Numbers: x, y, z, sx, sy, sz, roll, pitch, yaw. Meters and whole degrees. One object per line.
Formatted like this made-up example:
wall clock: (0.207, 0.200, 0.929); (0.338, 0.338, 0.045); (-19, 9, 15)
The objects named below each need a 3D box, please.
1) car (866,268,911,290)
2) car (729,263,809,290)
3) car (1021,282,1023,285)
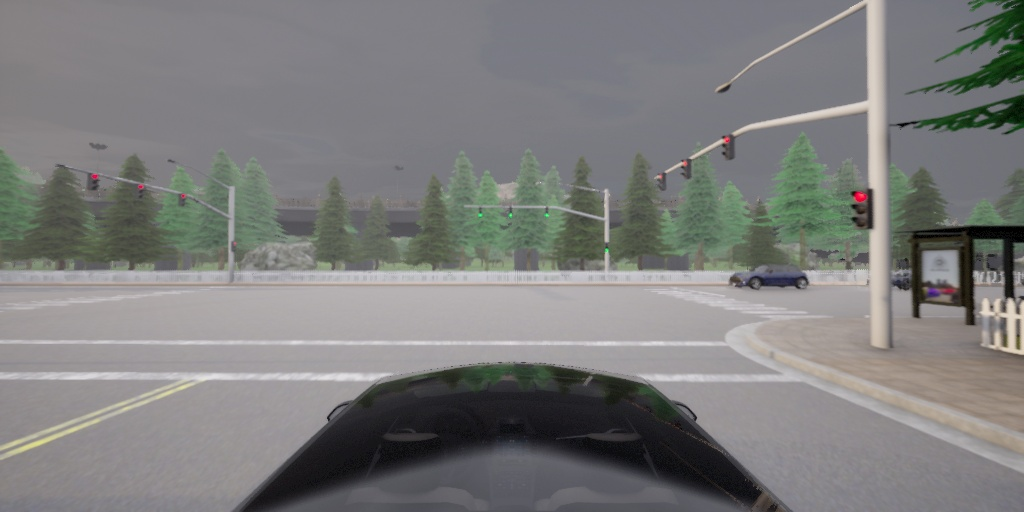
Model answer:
car: (27.589, 1.540, 24.472); (5.357, 1.411, 2.033); (0, -1, 1)
car: (17.432, 1.345, 24.537); (4.553, 1.767, 2.097); (0, -1, 0)
car: (37.982, 1.533, 23.754); (5.357, 1.411, 2.033); (0, -1, 10)
